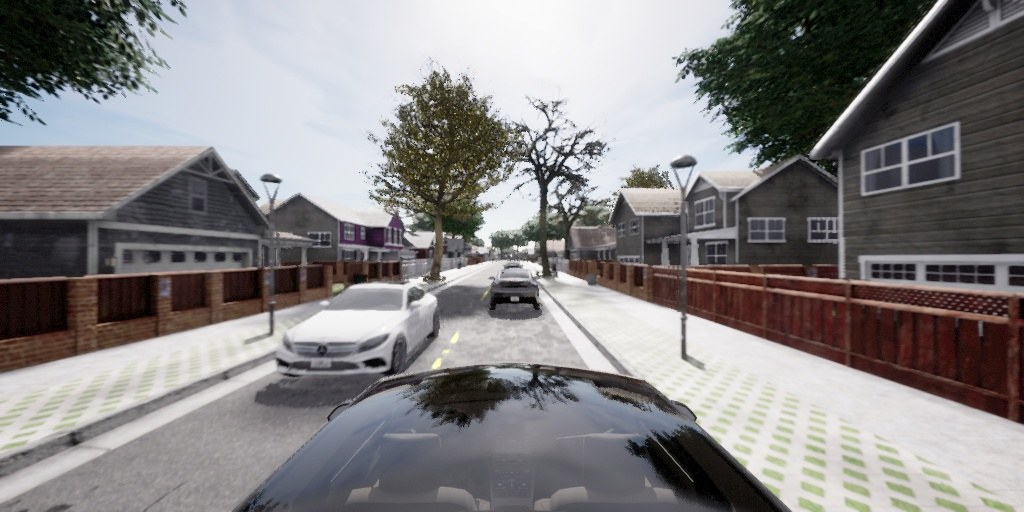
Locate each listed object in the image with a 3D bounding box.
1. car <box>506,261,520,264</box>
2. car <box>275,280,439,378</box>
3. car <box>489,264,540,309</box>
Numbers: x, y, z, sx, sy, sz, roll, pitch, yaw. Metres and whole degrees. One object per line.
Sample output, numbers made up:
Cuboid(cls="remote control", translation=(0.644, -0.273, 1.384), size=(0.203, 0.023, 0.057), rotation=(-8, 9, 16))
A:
Cuboid(cls="car", translation=(0.097, 1.244, 35.544), size=(1.837, 1.490, 4.892), rotation=(0, 0, 0))
Cuboid(cls="car", translation=(-2.751, 1.276, 7.493), size=(1.812, 1.442, 4.674), rotation=(0, 0, 0))
Cuboid(cls="car", translation=(0.099, 1.254, 14.906), size=(1.837, 1.490, 4.892), rotation=(0, 0, 0))
